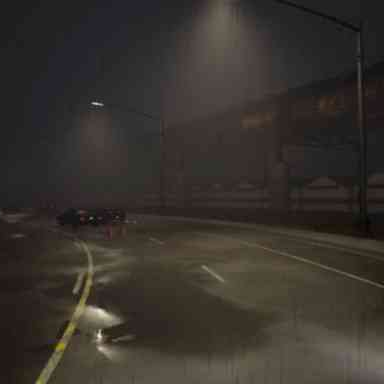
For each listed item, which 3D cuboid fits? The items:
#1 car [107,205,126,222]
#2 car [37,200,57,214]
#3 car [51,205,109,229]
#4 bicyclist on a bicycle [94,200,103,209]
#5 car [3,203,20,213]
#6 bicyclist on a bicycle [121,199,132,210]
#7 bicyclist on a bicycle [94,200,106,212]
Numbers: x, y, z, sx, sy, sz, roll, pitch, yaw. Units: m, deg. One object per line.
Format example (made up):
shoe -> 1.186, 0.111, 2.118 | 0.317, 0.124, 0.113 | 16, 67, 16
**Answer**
car -> -7.436, 1.861, 28.893 | 2.128, 1.511, 4.902 | 0, -1, -36
car -> -19.799, 2.044, 45.711 | 2.097, 1.767, 4.553 | 0, -1, -36
car -> -8.462, 1.892, 24.752 | 2.033, 1.411, 5.357 | 0, -1, -38
bicyclist on a bicycle -> -12.414, 1.953, 44.048 | 1.656, 1.620, 0.582 | -9, 5, -28
car -> -26.713, 2.345, 49.187 | 1.812, 1.442, 4.674 | 0, -1, -36
bicyclist on a bicycle -> -9.943, 1.901, 50.315 | 1.656, 1.620, 0.582 | -1, 0, 8
bicyclist on a bicycle -> -12.451, 1.886, 45.013 | 0.582, 1.620, 1.656 | -1, 0, 27
